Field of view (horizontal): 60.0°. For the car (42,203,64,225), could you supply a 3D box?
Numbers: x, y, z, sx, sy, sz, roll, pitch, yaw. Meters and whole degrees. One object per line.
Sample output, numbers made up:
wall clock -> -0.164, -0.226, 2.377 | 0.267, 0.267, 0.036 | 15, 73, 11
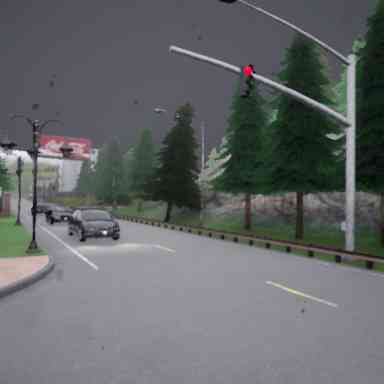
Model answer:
car -> -10.181, 1.786, 25.968 | 1.994, 1.385, 4.181 | 2, -1, -30

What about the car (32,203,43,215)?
car -> -16.850, 1.904, 37.537 | 1.994, 1.385, 4.181 | 2, -1, -30

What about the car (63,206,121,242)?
car -> -5.181, 1.638, 17.311 | 1.837, 1.490, 4.892 | 2, -1, -30
